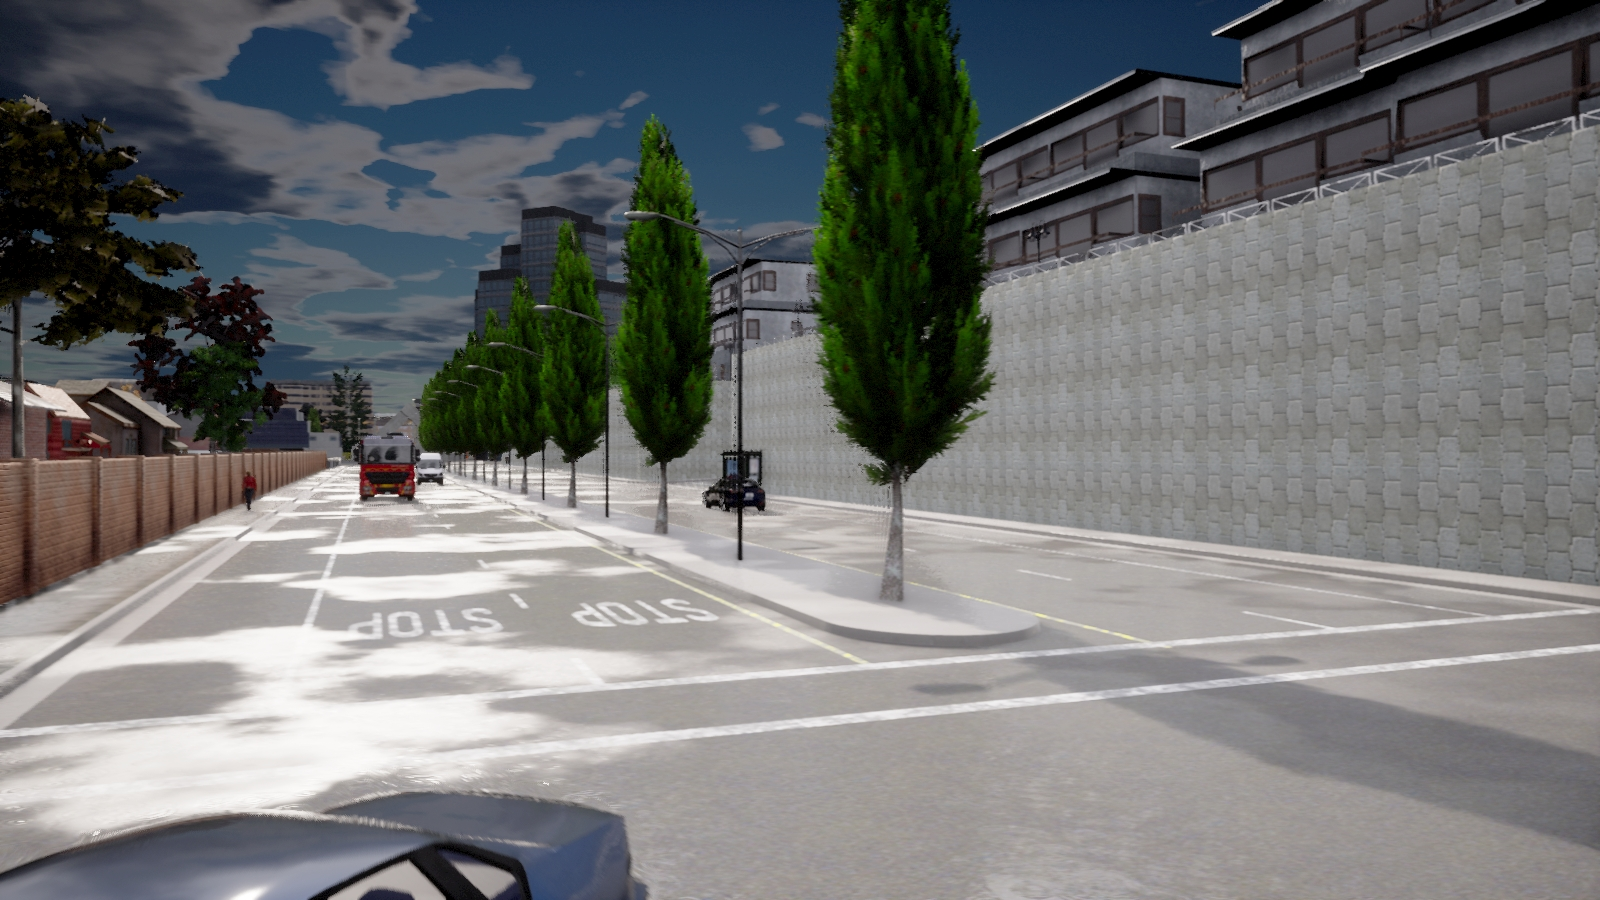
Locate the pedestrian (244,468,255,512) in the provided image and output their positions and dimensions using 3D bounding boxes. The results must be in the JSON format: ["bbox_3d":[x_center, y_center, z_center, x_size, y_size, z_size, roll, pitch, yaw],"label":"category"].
[{"bbox_3d":[-23.586,1.697,48.946,0.375,1.860,0.375,0,0,-21],"label":"pedestrian"}]

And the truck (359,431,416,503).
[{"bbox_3d":[-23.645,0.890,65.329,2.891,3.827,8.468,0,0,-21],"label":"truck"}]

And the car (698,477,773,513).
[{"bbox_3d":[-3.054,2.058,53.150,2.163,1.488,4.792,0,0,-21],"label":"car"}]

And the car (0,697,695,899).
[{"bbox_3d":[-2.201,2.106,3.617,2.033,1.411,5.357,0,0,14],"label":"car"}]
